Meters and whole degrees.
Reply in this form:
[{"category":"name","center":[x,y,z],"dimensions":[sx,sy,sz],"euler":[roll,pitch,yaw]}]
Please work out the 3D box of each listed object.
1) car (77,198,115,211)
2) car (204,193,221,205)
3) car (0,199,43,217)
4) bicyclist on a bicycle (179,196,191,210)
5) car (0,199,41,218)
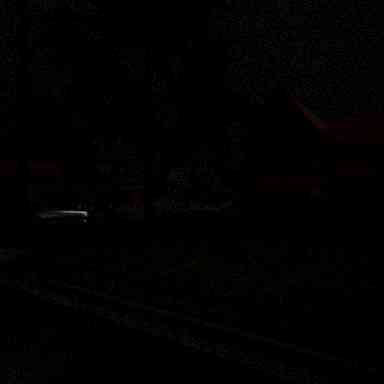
[{"category":"car","center":[-11.711,1.505,40.855],"dimensions":[1.837,1.490,4.892],"euler":[0,0,34]},{"category":"car","center":[3.645,1.221,58.520],"dimensions":[2.150,2.045,5.566],"euler":[0,0,14]},{"category":"car","center":[-17.363,1.505,32.522],"dimensions":[1.837,1.490,4.892],"euler":[0,0,34]},{"category":"bicyclist on a bicycle","center":[-0.832,1.224,38.252],"dimensions":[1.656,1.620,0.582],"euler":[0,0,34]},{"category":"car","center":[-15.810,1.482,28.201],"dimensions":[1.882,1.535,5.008],"euler":[0,0,34]}]
